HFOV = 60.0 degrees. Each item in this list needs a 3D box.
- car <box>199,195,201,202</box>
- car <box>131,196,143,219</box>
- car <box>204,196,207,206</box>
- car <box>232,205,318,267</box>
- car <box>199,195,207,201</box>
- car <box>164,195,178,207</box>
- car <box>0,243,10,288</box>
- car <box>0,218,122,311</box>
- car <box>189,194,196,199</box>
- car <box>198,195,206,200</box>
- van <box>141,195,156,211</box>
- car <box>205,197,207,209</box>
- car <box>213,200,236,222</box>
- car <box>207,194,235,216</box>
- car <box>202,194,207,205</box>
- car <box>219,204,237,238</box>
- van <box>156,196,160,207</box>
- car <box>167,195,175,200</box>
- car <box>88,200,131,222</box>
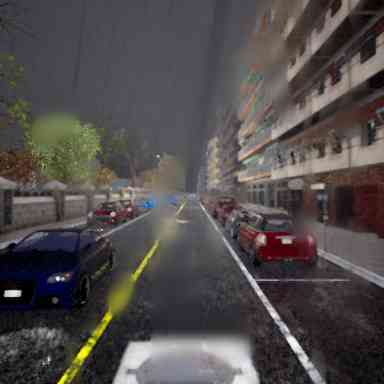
[{"bbox_3d":[2.713,1.253,56.416,2.192,1.841,5.009,0,0,0],"label":"car"},{"bbox_3d":[-5.677,1.397,28.269,1.967,1.590,4.097,0,0,0],"label":"car"},{"bbox_3d":[2.706,1.490,39.526,1.887,1.381,4.507,0,0,0],"label":"car"},{"bbox_3d":[2.697,1.420,11.376,1.967,1.590,4.097,0,0,0],"label":"car"},{"bbox_3d":[2.723,1.490,84.569,2.008,1.369,4.403,0,0,0],"label":"car"},{"bbox_3d":[-3.057,1.417,49.490,1.882,1.535,5.008,0,0,0],"label":"car"},{"bbox_3d":[-5.685,1.305,5.748,2.192,1.841,5.009,0,0,0],"label":"car"},{"bbox_3d":[-3.095,1.550,7.693,1.994,1.385,4.181,0,0,-1],"label":"car"},{"bbox_3d":[0.036,1.350,91.542,1.895,1.301,4.718,0,0,0],"label":"car"},{"bbox_3d":[2.725,1.485,90.199,1.887,1.381,4.507,0,0,0],"label":"car"},{"bbox_3d":[-5.674,1.287,39.529,1.690,1.788,3.998,0,0,0],"label":"van"},{"bbox_3d":[2.705,1.501,33.897,2.008,1.369,4.403,0,0,0],"label":"car"},{"bbox_3d":[2.701,1.509,22.636,1.887,1.381,4.507,0,0,0],"label":"car"},{"bbox_3d":[2.704,1.272,28.266,2.192,1.841,5.009,0,0,0],"label":"car"},{"bbox_3d":[2.709,1.382,45.156,1.967,1.590,4.097,0,0,0],"label":"car"},{"bbox_3d":[2.698,1.523,17.006,2.008,1.369,4.403,0,0,0],"label":"car"},{"bbox_3d":[-5.671,1.283,45.158,1.690,1.788,3.998,0,0,0],"label":"van"},{"bbox_3d":[-5.655,1.506,90.203,1.947,1.339,4.313,0,0,0],"label":"car"},{"bbox_3d":[-5.679,1.404,22.640,1.967,1.590,4.097,0,0,0],"label":"car"}]
